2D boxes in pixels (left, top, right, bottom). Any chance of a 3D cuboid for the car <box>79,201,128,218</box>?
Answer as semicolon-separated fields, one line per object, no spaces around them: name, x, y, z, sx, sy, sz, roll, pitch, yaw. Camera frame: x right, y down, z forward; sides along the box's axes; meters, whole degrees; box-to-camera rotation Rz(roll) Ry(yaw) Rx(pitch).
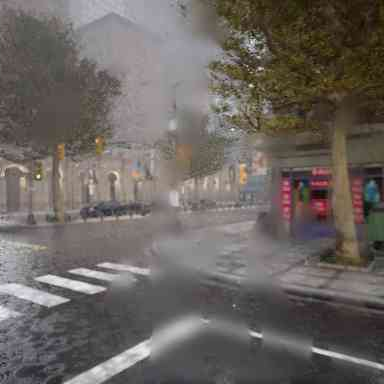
car;-9.313;1.696;34.255;2.097;1.767;4.553;-1;-1;36

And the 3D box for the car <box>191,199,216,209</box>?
car;1.798;1.847;49.613;1.837;1.490;4.892;-1;-1;36

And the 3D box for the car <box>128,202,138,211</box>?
car;-8.504;2.022;46.724;1.895;1.301;4.718;-1;-1;36

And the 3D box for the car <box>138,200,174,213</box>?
car;-4.022;1.848;41.573;1.837;1.490;4.892;-1;0;36
